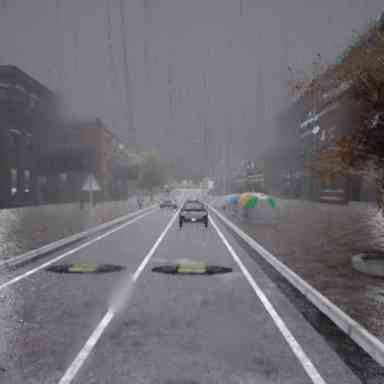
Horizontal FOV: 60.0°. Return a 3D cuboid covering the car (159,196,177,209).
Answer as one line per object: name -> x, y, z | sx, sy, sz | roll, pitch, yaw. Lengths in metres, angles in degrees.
car -> -3.088, 1.293, 43.847 | 2.097, 1.767, 4.553 | 0, 0, 0

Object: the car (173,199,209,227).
car -> 0.096, 1.450, 22.497 | 2.128, 1.511, 4.902 | 0, 0, 0
